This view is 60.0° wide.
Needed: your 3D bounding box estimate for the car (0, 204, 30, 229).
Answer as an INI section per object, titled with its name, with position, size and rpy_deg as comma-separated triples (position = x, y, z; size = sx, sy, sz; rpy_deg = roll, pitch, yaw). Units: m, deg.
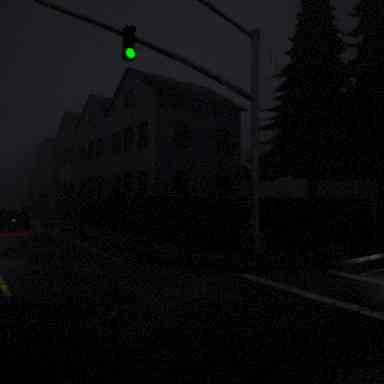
[car]
position = -11.800, 1.515, 21.419
size = 1.882, 1.535, 5.008
rpy_deg = 1, -1, -35
